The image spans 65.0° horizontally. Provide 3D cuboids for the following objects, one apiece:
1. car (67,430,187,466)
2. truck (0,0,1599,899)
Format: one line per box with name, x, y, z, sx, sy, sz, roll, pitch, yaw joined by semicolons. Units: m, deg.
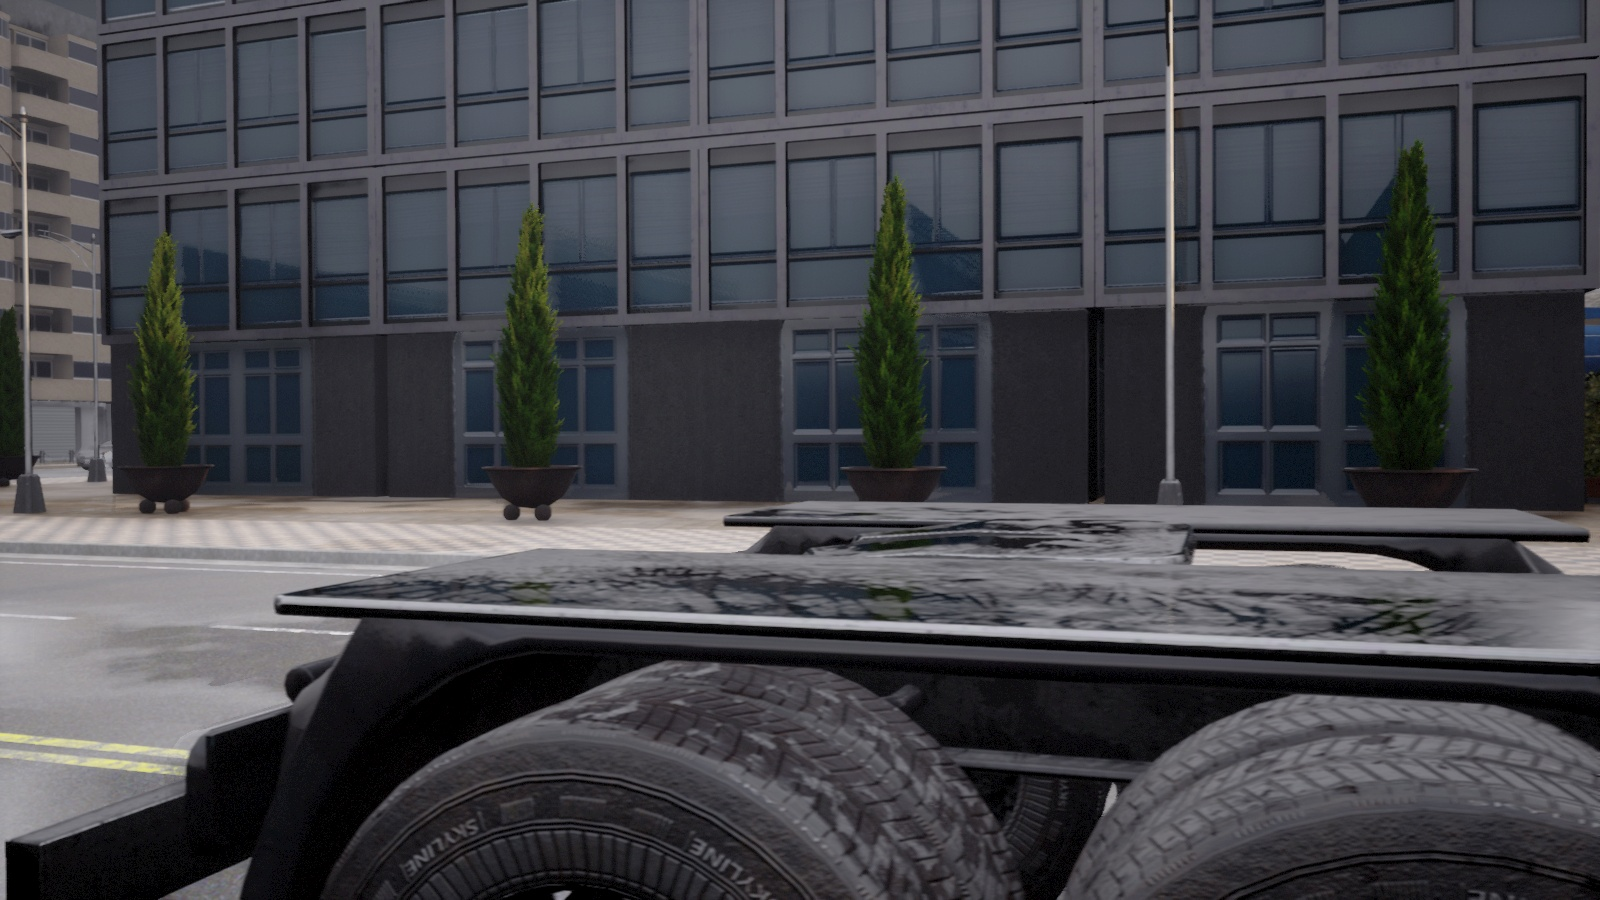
car;-29.956;-0.113;56.054;2.007;1.525;4.514;0;1;19
truck;2.647;-0.186;2.288;7.936;3.462;2.891;0;1;19
